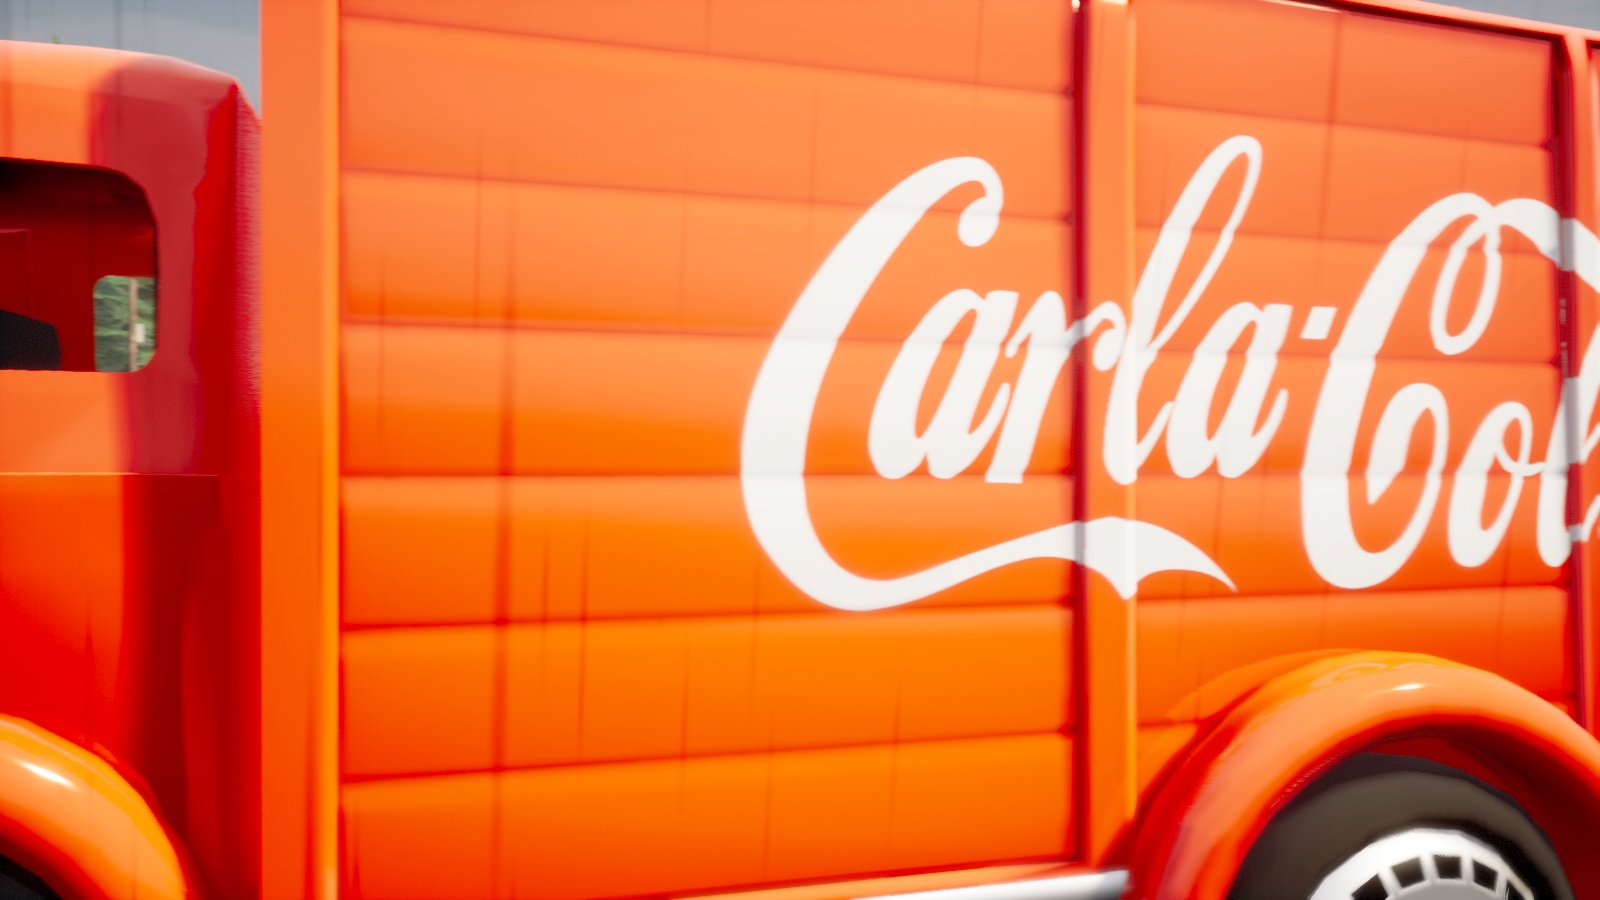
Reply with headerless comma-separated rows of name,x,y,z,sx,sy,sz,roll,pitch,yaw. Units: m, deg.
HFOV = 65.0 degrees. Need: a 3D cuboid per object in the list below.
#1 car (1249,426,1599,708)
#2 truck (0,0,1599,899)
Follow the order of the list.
car,4.887,0.611,7.669,3.633,1.501,1.845,-1,1,1
truck,-0.348,0.251,3.100,5.204,2.467,2.627,-1,1,-18
